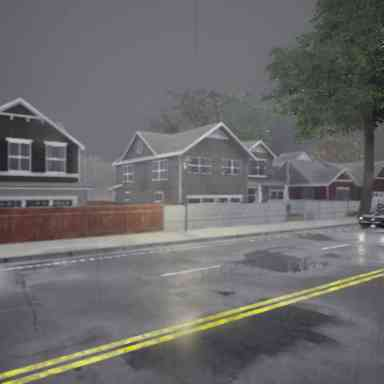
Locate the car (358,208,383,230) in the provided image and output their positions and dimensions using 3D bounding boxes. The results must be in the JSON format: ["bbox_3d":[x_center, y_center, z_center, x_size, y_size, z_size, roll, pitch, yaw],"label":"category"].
[{"bbox_3d":[12.168,1.642,20.333,4.718,1.301,1.895,0,0,-35],"label":"car"}]
